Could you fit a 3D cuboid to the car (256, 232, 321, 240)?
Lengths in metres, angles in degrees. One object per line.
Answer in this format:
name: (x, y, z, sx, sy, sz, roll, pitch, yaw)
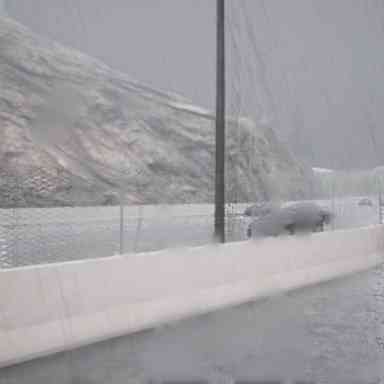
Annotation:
car: (4.824, 1.608, 16.760, 4.892, 1.490, 1.837, 0, 0, -40)
